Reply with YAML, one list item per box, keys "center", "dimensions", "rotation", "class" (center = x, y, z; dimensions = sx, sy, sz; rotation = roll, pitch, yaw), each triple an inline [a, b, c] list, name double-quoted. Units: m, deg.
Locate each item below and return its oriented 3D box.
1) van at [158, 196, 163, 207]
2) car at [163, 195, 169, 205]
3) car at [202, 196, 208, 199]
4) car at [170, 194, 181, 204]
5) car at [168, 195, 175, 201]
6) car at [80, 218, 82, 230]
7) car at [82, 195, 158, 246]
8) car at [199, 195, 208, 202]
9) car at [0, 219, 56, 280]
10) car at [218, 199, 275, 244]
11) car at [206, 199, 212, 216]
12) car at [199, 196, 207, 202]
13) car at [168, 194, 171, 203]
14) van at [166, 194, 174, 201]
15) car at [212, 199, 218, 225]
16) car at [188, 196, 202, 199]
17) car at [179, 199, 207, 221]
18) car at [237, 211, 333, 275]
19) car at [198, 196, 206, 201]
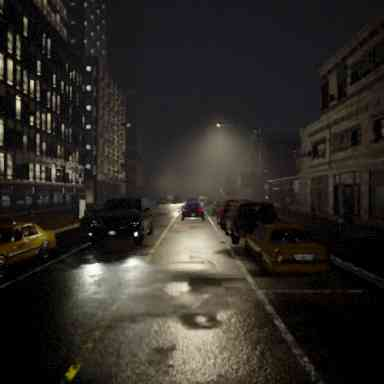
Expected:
- center: [-5.716, 1.387, 48.884]
  dimensions: [1.690, 1.788, 3.998]
  rotation: [0, 0, 0]
  class: "van"
- center: [-5.723, 1.587, 59.788]
  dimensions: [1.752, 1.417, 4.829]
  rotation: [0, 0, 0]
  class: "car"
- center: [2.664, 1.629, 48.887]
  dimensions: [1.802, 1.307, 4.206]
  rotation: [0, 0, 0]
  class: "car"
- center: [-3.028, 1.551, 66.890]
  dimensions: [1.882, 1.535, 5.008]
  rotation: [0, -1, -2]
  class: "car"
- center: [-5.743, 1.664, 93.180]
  dimensions: [1.887, 1.381, 4.507]
  rotation: [0, 0, 0]
  class: "car"
- center: [-5.700, 1.582, 21.199]
  dimensions: [1.947, 1.339, 4.313]
  rotation: [0, 0, 0]
  class: "car"
- center: [-3.109, 1.234, 15.687]
  dimensions: [2.150, 2.045, 5.566]
  rotation: [0, 0, 0]
  class: "car"
- center: [2.649, 1.530, 76.572]
  dimensions: [1.967, 1.590, 4.097]
  rotation: [0, 0, 0]
  class: "car"
- center: [-5.694, 1.532, 9.955]
  dimensions: [1.752, 1.417, 4.829]
  rotation: [0, 0, 0]
  class: "car"
- center: [2.684, 1.327, 15.666]
  dimensions: [2.192, 1.841, 5.009]
  rotation: [0, 0, 0]
  class: "car"
- center: [2.673, 1.593, 32.276]
  dimensions: [1.947, 1.339, 4.313]
  rotation: [0, 0, 0]
  class: "car"
- center: [2.645, 1.681, 82.109]
  dimensions: [1.802, 1.307, 4.206]
  rotation: [0, 0, 0]
  class: "car"
- center: [-5.726, 1.653, 65.495]
  dimensions: [1.802, 1.307, 4.206]
  rotation: [0, 0, 0]
  class: "car"
- center: [-5.739, 1.450, 87.643]
  dimensions: [1.690, 1.788, 3.998]
  rotation: [0, 0, 0]
  class: "van"
- center: [2.681, 1.332, 21.202]
  dimensions: [2.192, 1.841, 5.009]
  rotation: [0, 0, 0]
  class: "car"
- center: [0.073, 1.520, 45.815]
  dimensions: [1.882, 1.535, 5.008]
  rotation: [0, 0, 0]
  class: "car"
- center: [0.084, 1.549, 27.746]
  dimensions: [1.812, 1.442, 4.674]
  rotation: [0, 0, 0]
  class: "car"
- center: [2.687, 1.533, 10.298]
  dimensions: [1.752, 1.417, 4.829]
  rotation: [0, 0, 0]
  class: "car"
- center: [2.642, 1.654, 87.646]
  dimensions: [1.887, 1.381, 4.507]
  rotation: [0, 0, 0]
  class: "car"
